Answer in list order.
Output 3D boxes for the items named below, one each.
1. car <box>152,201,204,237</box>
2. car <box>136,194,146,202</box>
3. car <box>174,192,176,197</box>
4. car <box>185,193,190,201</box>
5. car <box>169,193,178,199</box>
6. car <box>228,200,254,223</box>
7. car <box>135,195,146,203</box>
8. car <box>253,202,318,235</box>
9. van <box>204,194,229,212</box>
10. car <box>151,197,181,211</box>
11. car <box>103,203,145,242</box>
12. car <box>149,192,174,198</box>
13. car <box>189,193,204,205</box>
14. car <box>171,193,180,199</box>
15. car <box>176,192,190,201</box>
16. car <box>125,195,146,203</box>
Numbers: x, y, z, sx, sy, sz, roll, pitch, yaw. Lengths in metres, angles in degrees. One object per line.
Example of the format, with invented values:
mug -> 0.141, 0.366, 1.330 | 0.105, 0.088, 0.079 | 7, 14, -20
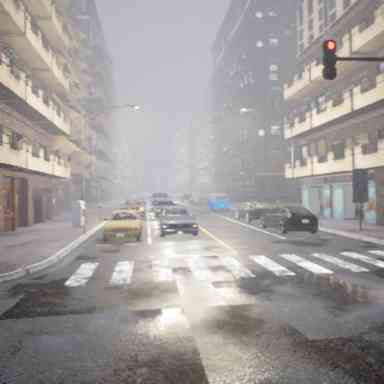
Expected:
car -> -0.901, 1.444, 17.651 | 2.033, 1.411, 5.357 | -1, 0, -8
car -> -10.202, 1.169, 66.642 | 1.967, 1.590, 4.097 | 0, 0, -8
car -> -3.431, 1.108, 78.959 | 2.008, 1.369, 4.403 | 0, 0, -8
car -> 0.394, 1.253, 51.006 | 1.802, 1.307, 4.206 | 0, 0, -8
car -> -4.960, 1.063, 90.139 | 2.008, 1.369, 4.403 | 0, 0, -8
car -> 4.218, 1.339, 23.054 | 2.008, 1.369, 4.403 | 0, 0, -8
car -> -9.438, 1.303, 61.052 | 2.008, 1.369, 4.403 | 0, 0, -8
car -> 4.983, 1.378, 17.463 | 1.947, 1.339, 4.313 | 0, 0, -8
van -> 2.689, 1.082, 34.233 | 1.690, 1.788, 3.998 | 0, 0, -8
car -> -2.236, 1.380, 27.464 | 1.812, 1.442, 4.674 | -1, 0, -8
car -> -3.295, 1.466, 16.159 | 1.752, 1.417, 4.829 | 0, 0, -8
car -> -3.665, 1.030, 38.105 | 2.150, 2.045, 5.566 | -1, 0, -7
car -> 1.136, 1.219, 45.584 | 1.752, 1.417, 4.829 | 0, 0, -8
car -> -4.218, 1.059, 84.718 | 1.752, 1.417, 4.829 | 0, 0, -8
car -> -1.135, 0.940, 62.186 | 2.192, 1.841, 5.009 | 0, 0, -8
car -> -4.849, 1.332, 27.509 | 1.967, 1.590, 4.097 | 0, 0, -8
